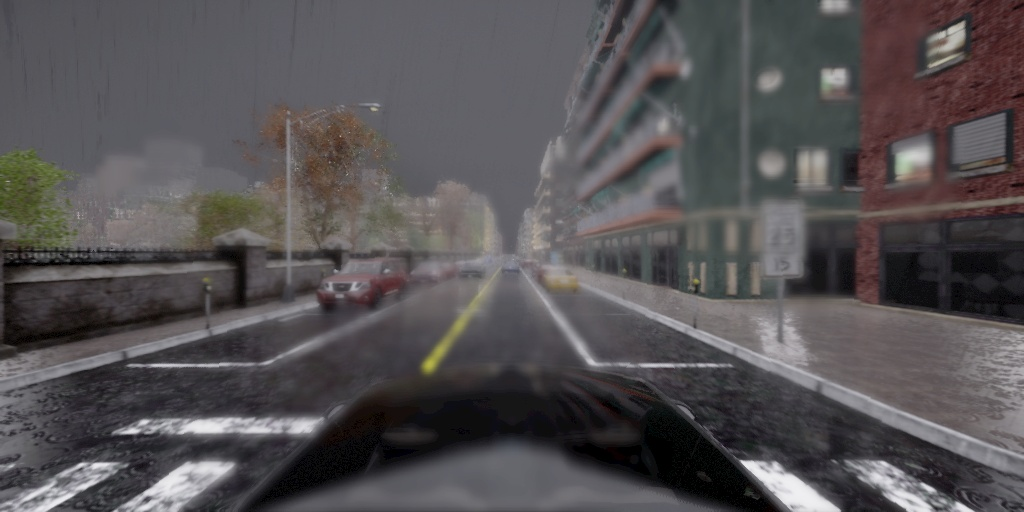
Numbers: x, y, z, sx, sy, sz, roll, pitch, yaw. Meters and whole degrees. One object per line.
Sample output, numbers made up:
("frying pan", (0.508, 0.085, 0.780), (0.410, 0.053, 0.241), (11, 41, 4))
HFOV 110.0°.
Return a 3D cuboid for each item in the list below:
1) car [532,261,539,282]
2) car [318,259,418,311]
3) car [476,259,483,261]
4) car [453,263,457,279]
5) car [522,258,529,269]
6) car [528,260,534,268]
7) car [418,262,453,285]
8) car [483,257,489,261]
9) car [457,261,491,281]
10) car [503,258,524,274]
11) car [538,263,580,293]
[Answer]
("car", (2.691, 1.267, 25.552), (1.888, 1.381, 4.507), (0, 0, 0))
("car", (-5.690, 1.048, 14.481), (2.192, 1.841, 5.009), (0, 0, 0))
("car", (-5.689, 1.280, 53.228), (1.802, 1.307, 4.207), (0, 0, 0))
("car", (-5.689, 1.262, 31.087), (1.888, 1.381, 4.507), (0, 0, 0))
("car", (2.692, 1.243, 53.228), (1.888, 1.381, 4.507), (0, 0, 0))
("car", (2.691, 1.267, 31.088), (2.007, 1.370, 4.403), (0, 0, 0))
("car", (-5.689, 1.162, 25.552), (1.967, 1.591, 4.097), (0, 0, 0))
("car", (-5.688, 1.217, 64.128), (1.751, 1.417, 4.829), (0, 0, 0))
("car", (-3.093, 1.319, 29.760), (1.895, 1.301, 4.718), (0, 0, 0))
("car", (0.051, 1.273, 39.836), (1.994, 1.385, 4.181), (0, 0, 1))
("car", (2.691, 1.253, 20.187), (1.751, 1.417, 4.829), (0, 0, 0))
